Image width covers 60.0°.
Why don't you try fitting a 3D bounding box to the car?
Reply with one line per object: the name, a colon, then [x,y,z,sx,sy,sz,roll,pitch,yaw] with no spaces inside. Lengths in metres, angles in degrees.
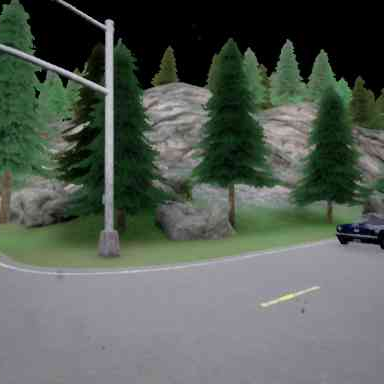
car: [8.198,1.605,14.515,4.718,1.301,1.895,0,0,-39]
